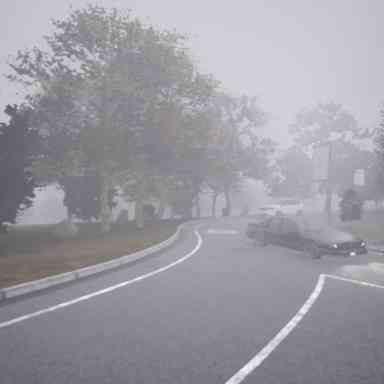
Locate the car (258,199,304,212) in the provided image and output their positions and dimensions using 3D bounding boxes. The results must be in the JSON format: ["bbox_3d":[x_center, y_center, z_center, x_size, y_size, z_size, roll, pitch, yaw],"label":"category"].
[{"bbox_3d":[9.184,1.691,34.141,5.566,2.045,2.150,1,-1,-36],"label":"car"}]

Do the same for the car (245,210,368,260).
[{"bbox_3d":[4.348,1.731,13.769,2.033,1.411,5.357,1,-1,-26],"label":"car"}]
